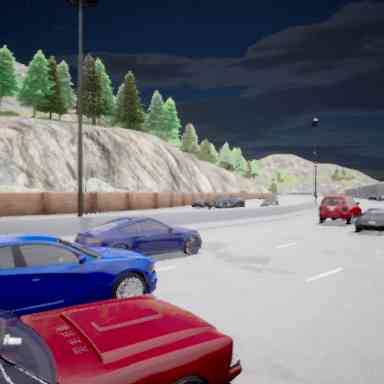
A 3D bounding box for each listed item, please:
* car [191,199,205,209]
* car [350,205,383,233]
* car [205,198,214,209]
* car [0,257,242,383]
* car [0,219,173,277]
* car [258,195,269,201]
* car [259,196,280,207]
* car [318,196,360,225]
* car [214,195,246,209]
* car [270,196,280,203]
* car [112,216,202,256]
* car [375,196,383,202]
[{"bbox_3d":[1.614,1.791,51.242,2.033,1.411,5.357,0,0,22],"label":"car"},{"bbox_3d":[11.129,1.649,19.717,1.994,1.385,4.181,0,0,40],"label":"car"},{"bbox_3d":[4.207,1.449,48.398,2.150,2.045,5.566,0,0,23],"label":"car"},{"bbox_3d":[-1.837,1.617,2.691,4.718,1.301,1.895,0,0,-36],"label":"car"},{"bbox_3d":[-3.026,1.511,6.181,5.008,1.535,1.882,0,0,-36],"label":"car"},{"bbox_3d":[18.595,1.551,86.526,2.033,1.411,5.357,0,0,20],"label":"car"},{"bbox_3d":[11.066,1.565,46.734,2.097,1.767,4.553,0,0,22],"label":"car"},{"bbox_3d":[11.499,1.335,25.765,2.150,2.045,5.566,0,0,36],"label":"car"},{"bbox_3d":[5.174,1.417,42.317,2.150,2.045,5.566,0,0,27],"label":"car"},{"bbox_3d":[20.458,1.774,81.478,1.837,1.490,4.892,0,0,20],"label":"car"},{"bbox_3d":[-1.753,1.584,11.647,4.674,1.442,1.812,0,0,-40],"label":"car"},{"bbox_3d":[47.106,1.740,82.090,1.812,1.442,4.674,0,0,20],"label":"car"}]
